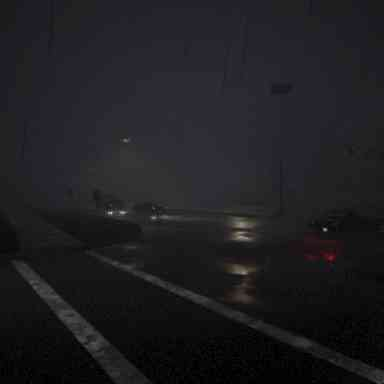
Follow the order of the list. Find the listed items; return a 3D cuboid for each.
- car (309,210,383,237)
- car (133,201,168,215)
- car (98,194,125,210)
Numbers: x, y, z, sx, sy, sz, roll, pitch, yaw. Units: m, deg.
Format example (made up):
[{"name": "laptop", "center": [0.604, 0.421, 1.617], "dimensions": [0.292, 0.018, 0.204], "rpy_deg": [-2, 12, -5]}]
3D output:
[{"name": "car", "center": [8.709, 1.662, 18.555], "dimensions": [4.718, 1.301, 1.895], "rpy_deg": [0, 0, -36]}, {"name": "car", "center": [-4.430, 1.659, 35.056], "dimensions": [1.895, 1.301, 4.718], "rpy_deg": [0, 0, -35]}, {"name": "car", "center": [-10.914, 1.282, 44.425], "dimensions": [2.150, 2.045, 5.566], "rpy_deg": [0, 0, -34]}]
